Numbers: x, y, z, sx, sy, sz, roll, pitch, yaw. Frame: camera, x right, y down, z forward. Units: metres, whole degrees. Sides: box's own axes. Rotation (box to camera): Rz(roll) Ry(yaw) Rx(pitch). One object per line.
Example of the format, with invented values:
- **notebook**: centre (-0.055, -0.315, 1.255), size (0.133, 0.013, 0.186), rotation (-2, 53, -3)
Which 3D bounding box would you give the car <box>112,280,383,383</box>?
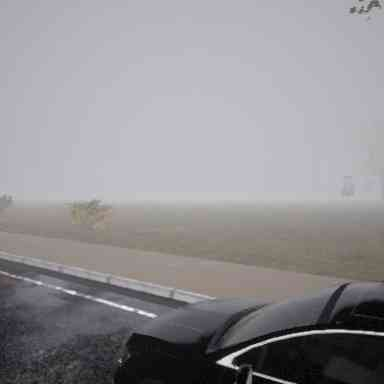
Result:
- **car**: centre (1.476, 1.504, 2.510), size (4.892, 1.490, 1.837), rotation (0, 0, 35)
